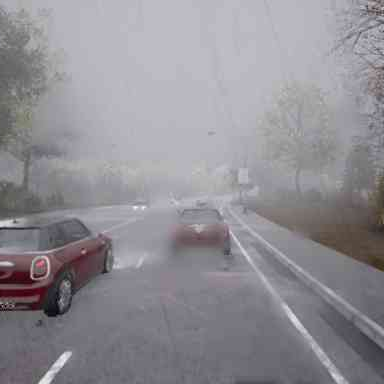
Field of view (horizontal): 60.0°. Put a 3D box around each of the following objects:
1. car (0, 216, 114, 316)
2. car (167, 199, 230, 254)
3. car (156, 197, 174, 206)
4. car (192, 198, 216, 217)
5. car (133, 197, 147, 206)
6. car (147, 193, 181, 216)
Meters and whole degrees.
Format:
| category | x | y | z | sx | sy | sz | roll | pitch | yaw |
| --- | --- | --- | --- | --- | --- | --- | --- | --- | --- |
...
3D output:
| category | x | y | z | sx | sy | sz | roll | pitch | yaw |
| --- | --- | --- | --- | --- | --- | --- | --- | --- | --- |
| car | -3.293 | 1.333 | 7.642 | 2.097 | 1.767 | 4.553 | 0 | 0 | 1 |
| car | 0.347 | 1.323 | 13.495 | 2.097 | 1.767 | 4.553 | 0 | 0 | 2 |
| car | -4.222 | 1.449 | 51.834 | 1.994 | 1.385 | 4.181 | 0 | 0 | 7 |
| car | 1.222 | 1.423 | 31.862 | 2.128 | 1.511 | 4.902 | 0 | 0 | 4 |
| car | -7.757 | 1.447 | 51.773 | 1.994 | 1.385 | 4.181 | 0 | 0 | 6 |
| car | -2.342 | 1.152 | 31.099 | 2.150 | 2.045 | 5.566 | 0 | 0 | 4 |
